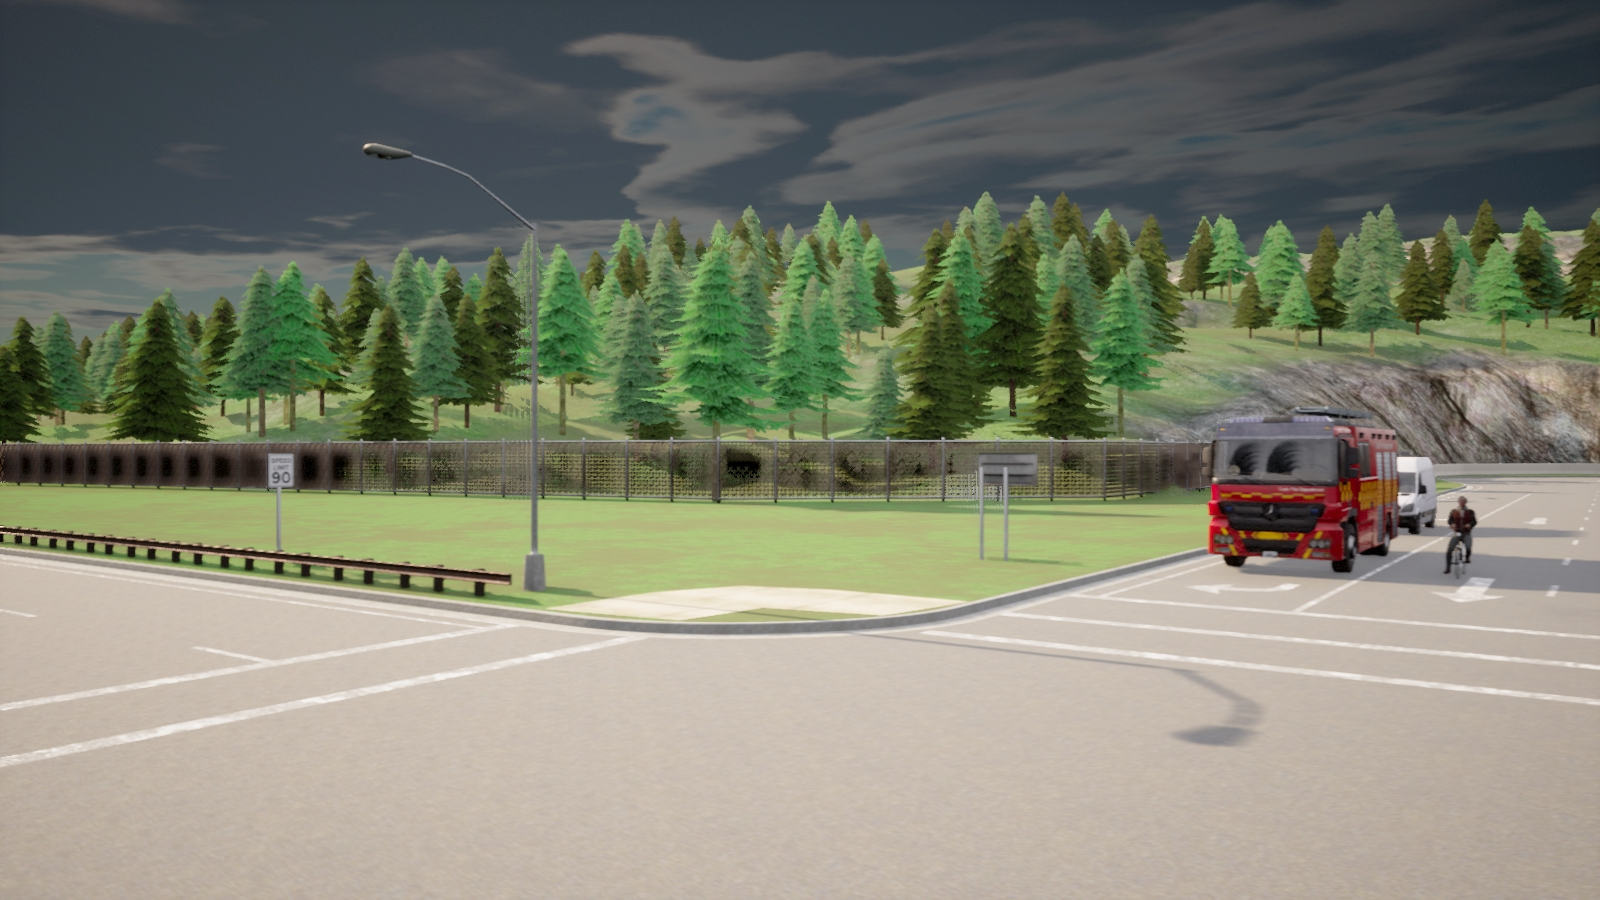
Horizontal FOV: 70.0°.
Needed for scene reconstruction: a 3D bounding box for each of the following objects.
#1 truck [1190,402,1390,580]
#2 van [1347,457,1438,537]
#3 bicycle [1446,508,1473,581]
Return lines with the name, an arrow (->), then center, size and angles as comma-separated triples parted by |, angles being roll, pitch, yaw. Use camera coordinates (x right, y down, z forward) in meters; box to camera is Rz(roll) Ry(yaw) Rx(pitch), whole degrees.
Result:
truck -> 12.599, 0.890, 28.872 | 2.891, 3.827, 8.468 | 0, 0, 36
van -> 20.734, 1.533, 39.823 | 1.988, 2.561, 5.915 | 0, 0, 36
bicycle -> 14.523, 2.060, 25.145 | 0.329, 1.471, 1.835 | 0, 0, 36
